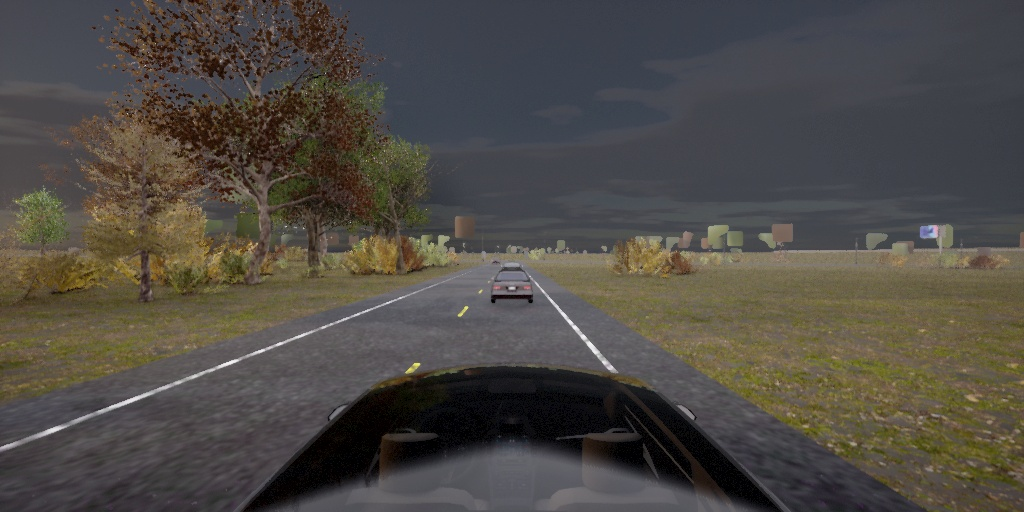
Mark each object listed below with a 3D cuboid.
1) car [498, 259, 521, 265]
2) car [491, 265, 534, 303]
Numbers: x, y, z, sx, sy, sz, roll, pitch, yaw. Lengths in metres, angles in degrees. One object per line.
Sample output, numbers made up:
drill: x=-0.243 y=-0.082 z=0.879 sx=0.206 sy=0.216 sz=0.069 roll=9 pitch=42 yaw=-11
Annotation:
car: x=0.000 y=1.220 z=31.502 sx=1.882 sy=1.535 sz=5.008 roll=0 pitch=0 yaw=0
car: x=0.000 y=1.306 z=16.501 sx=2.033 sy=1.411 sz=5.357 roll=0 pitch=0 yaw=0
